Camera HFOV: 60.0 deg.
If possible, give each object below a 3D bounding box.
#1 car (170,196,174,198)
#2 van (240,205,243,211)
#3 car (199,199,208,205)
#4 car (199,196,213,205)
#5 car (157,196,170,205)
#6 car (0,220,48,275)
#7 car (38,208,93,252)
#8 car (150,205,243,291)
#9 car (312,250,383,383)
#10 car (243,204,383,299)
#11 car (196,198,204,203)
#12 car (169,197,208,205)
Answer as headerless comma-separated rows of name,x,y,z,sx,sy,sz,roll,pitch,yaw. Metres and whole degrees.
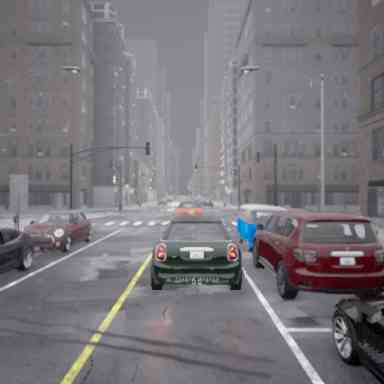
car,-6.504,1.945,86.018,2.192,1.841,5.009,0,-1,-1
van,2.869,1.433,14.032,1.690,1.788,3.998,0,0,0
car,2.380,2.068,69.226,1.802,1.307,4.206,0,0,-1
car,2.619,1.841,57.920,1.967,1.590,4.097,0,0,-1
car,-6.144,1.925,69.056,1.967,1.590,4.097,0,0,-1
car,-5.662,1.622,8.507,1.947,1.339,4.313,0,0,0
car,-5.657,1.531,14.033,1.967,1.590,4.097,0,0,0
car,0.107,1.412,9.369,2.097,1.767,4.553,0,0,0
car,2.860,1.586,2.983,1.947,1.339,4.313,0,0,0
car,2.865,1.371,8.508,2.192,1.841,5.009,0,0,0
car,2.020,2.176,86.183,1.887,1.381,4.507,0,-1,-1
car,-0.353,1.514,25.761,2.097,1.767,4.553,0,0,-7
